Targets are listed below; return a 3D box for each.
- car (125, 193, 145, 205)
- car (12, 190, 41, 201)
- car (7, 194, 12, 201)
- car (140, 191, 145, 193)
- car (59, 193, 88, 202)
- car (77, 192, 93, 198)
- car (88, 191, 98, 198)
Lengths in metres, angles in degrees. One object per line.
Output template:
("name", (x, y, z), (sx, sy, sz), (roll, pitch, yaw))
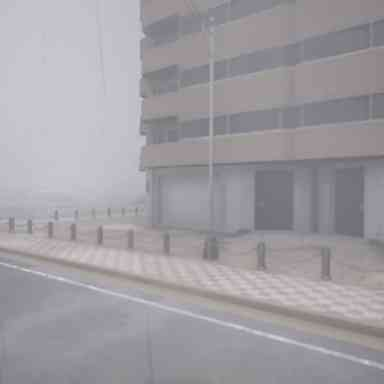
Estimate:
("car", (-7.522, 1.271, 51.988), (2.128, 1.511, 4.902), (1, 0, 35))
("car", (-36.714, 0.655, 73.965), (1.932, 1.855, 4.605), (1, 0, 35))
("car", (-39.046, 0.844, 75.688), (1.784, 1.438, 3.905), (1, 0, 35))
("car", (-10.576, 0.806, 77.015), (1.905, 1.878, 3.866), (1, 0, 35))
("car", (-22.856, 1.026, 64.301), (1.970, 1.475, 3.806), (1, 0, 35))
("car", (-28.994, 0.874, 89.973), (1.970, 1.475, 3.806), (1, 0, 35))
("car", (-26.633, 0.657, 88.295), (1.905, 1.878, 3.866), (1, 0, 35))
